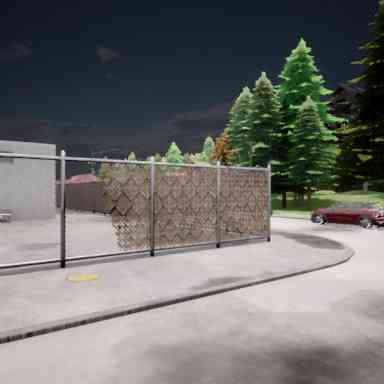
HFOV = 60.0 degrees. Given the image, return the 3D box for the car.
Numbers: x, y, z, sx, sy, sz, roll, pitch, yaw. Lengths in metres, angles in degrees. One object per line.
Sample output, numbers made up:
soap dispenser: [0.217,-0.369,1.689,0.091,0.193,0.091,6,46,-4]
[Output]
car: [10.215,1.351,21.789,2.097,1.767,4.553,0,0,-37]
